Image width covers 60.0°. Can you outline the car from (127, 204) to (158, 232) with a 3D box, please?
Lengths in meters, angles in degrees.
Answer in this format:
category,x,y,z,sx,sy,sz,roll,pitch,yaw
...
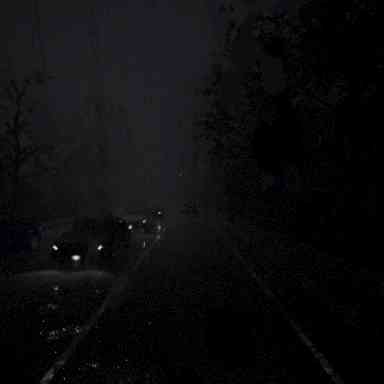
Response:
category,x,y,z,sx,sy,sz,roll,pitch,yaw
car,-3.563,1.750,21.841,1.812,1.442,4.674,0,-1,0

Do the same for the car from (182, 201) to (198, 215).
category,x,y,z,sx,sy,sz,roll,pitch,yaw
car,-0.290,2.073,41.856,1.994,1.385,4.181,0,-1,-1

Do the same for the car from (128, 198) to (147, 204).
category,x,y,z,sx,sy,sz,roll,pitch,yaw
car,-7.353,1.772,45.279,2.150,2.045,5.566,0,-1,-1

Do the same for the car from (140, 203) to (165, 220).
category,x,y,z,sx,sy,sz,roll,pitch,yaw
car,-3.657,1.969,31.792,1.895,1.301,4.718,0,-1,-1

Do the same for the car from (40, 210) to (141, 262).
category,x,y,z,sx,sy,sz,roll,pitch,yaw
car,-3.513,1.641,12.729,2.033,1.411,5.357,0,-1,0

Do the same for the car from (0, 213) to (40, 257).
category,x,y,z,sx,sy,sz,roll,pitch,yaw
car,-7.097,1.555,11.622,1.882,1.535,5.008,0,-1,0

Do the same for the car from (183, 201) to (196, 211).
category,x,y,z,sx,sy,sz,roll,pitch,yaw
car,-0.461,2.148,51.728,1.994,1.385,4.181,0,0,-1

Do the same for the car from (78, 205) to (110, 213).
category,x,y,z,sx,sy,sz,roll,pitch,yaw
car,-7.155,1.739,24.452,1.882,1.535,5.008,0,0,0
